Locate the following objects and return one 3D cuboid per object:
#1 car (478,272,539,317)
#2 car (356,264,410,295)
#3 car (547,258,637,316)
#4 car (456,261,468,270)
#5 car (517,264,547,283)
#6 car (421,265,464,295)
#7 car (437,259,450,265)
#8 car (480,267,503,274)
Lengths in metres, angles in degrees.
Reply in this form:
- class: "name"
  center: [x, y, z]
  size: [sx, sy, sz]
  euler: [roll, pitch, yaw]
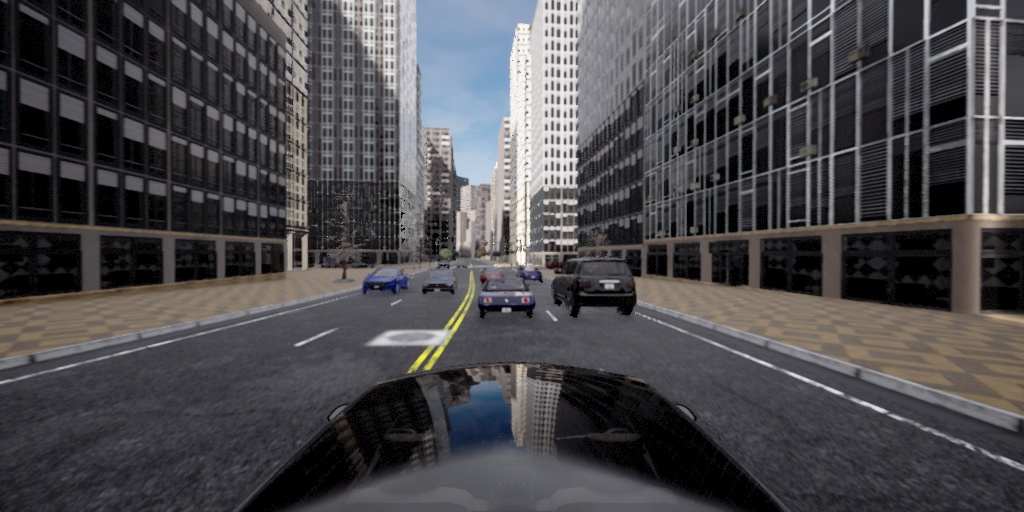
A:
- class: "car"
  center: [-0.261, 1.467, 13.705]
  size: [1.895, 1.301, 4.718]
  euler: [0, -1, -2]
- class: "car"
  center: [-7.494, 1.418, 21.743]
  size: [1.882, 1.535, 5.008]
  euler: [0, -1, -5]
- class: "car"
  center: [2.981, 1.092, 14.080]
  size: [2.150, 2.045, 5.566]
  euler: [0, -1, -3]
- class: "car"
  center: [-8.881, 1.576, 63.940]
  size: [2.033, 1.411, 5.357]
  euler: [0, 0, -7]
- class: "car"
  center: [1.474, 1.558, 31.465]
  size: [1.812, 1.442, 4.674]
  euler: [0, -1, -6]
- class: "car"
  center: [-4.208, 1.489, 21.771]
  size: [2.033, 1.411, 5.357]
  euler: [0, -1, -5]
- class: "car"
  center: [-12.113, 1.325, 63.598]
  size: [2.097, 1.767, 4.553]
  euler: [0, 0, -7]
- class: "car"
  center: [-1.741, 1.592, 30.946]
  size: [1.994, 1.385, 4.181]
  euler: [0, -1, -6]
